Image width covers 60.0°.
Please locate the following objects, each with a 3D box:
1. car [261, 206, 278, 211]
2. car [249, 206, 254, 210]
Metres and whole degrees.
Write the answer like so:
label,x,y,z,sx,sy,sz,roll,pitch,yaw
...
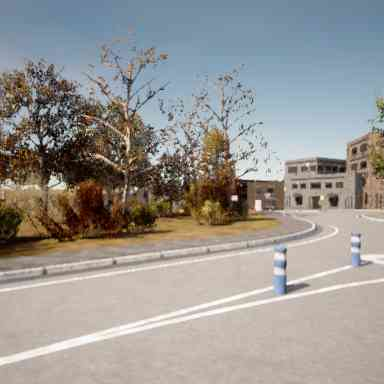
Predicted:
label,x,y,z,sx,sy,sz,roll,pitch,yaw
car,18.073,3.941,77.842,2.002,1.452,4.674,3,-5,-29
car,15.415,4.276,82.641,2.163,1.488,4.792,1,-4,-29
